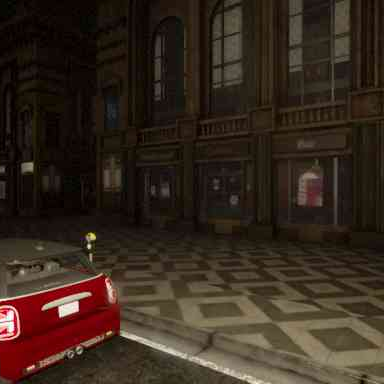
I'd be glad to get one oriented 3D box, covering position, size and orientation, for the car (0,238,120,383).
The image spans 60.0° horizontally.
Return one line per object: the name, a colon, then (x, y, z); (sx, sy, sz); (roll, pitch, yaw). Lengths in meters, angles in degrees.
car: (-3.069, 1.440, 5.157); (4.097, 1.590, 1.967); (0, 0, 36)
